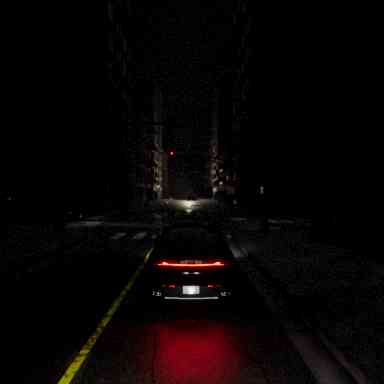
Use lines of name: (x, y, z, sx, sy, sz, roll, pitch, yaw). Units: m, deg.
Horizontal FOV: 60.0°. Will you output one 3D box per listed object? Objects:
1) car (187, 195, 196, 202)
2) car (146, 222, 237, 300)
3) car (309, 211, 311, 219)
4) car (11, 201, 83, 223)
car: (-0.166, 1.497, 82.423, 2.097, 1.767, 4.553, 0, 0, 0)
car: (-0.016, 1.507, 8.371, 1.837, 1.490, 4.892, 0, 0, 0)
car: (12.301, 1.724, 27.523, 5.008, 1.535, 1.882, 1, 0, -1)
car: (-10.244, 1.392, 23.586, 4.902, 1.511, 2.128, 1, 0, 7)
